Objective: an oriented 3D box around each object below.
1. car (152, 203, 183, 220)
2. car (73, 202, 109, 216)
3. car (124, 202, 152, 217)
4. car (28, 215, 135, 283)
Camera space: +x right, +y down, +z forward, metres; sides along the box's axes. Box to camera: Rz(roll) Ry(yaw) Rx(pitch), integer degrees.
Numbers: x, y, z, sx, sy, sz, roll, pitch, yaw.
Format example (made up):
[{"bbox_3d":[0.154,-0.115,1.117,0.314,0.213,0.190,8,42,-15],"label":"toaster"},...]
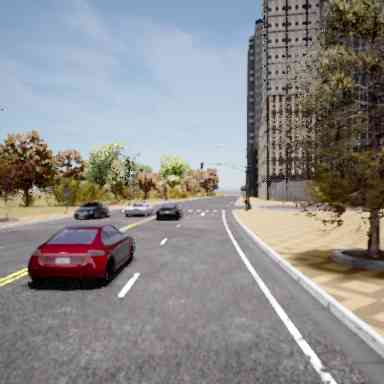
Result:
[{"bbox_3d":[-1.912,1.651,29.579,1.994,1.385,4.181,0,0,4],"label":"car"},{"bbox_3d":[-8.646,1.607,29.077,1.812,1.442,4.674,0,0,5],"label":"car"},{"bbox_3d":[-5.109,1.694,32.211,1.895,1.301,4.718,0,0,5],"label":"car"},{"bbox_3d":[-2.984,1.593,9.811,1.994,1.385,4.181,0,0,1],"label":"car"}]
